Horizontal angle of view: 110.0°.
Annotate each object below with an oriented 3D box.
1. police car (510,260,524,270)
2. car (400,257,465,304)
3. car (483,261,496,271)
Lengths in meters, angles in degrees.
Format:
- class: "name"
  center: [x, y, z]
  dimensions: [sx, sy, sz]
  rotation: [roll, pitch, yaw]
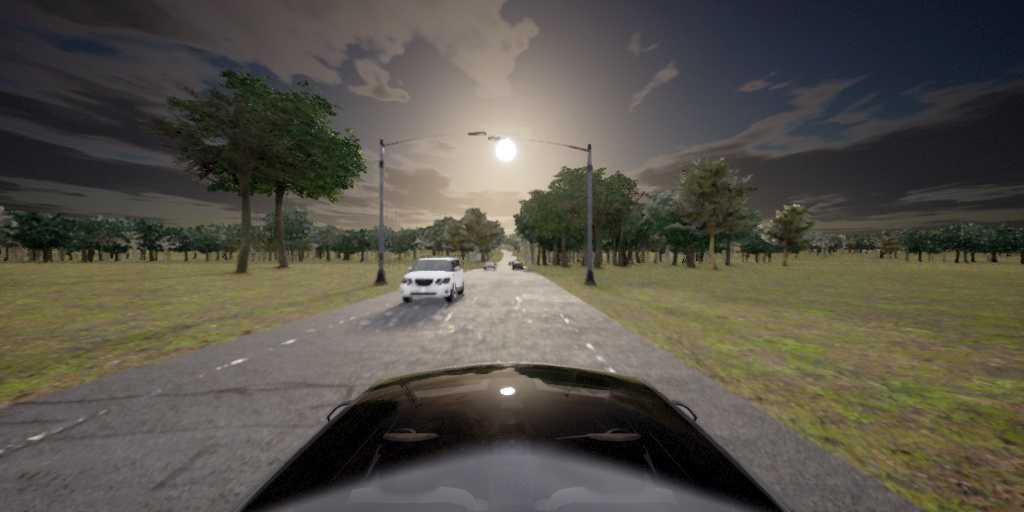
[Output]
- class: "police car"
  center: [1.021, 1.524, 62.927]
  dimensions: [1.930, 1.638, 5.238]
  rotation: [0, 0, 0]
- class: "car"
  center: [-3.602, 1.051, 17.296]
  dimensions: [2.150, 2.045, 5.566]
  rotation: [0, 0, 0]
- class: "car"
  center: [-3.558, 1.586, 57.959]
  dimensions: [1.812, 1.442, 4.674]
  rotation: [0, 0, 1]
